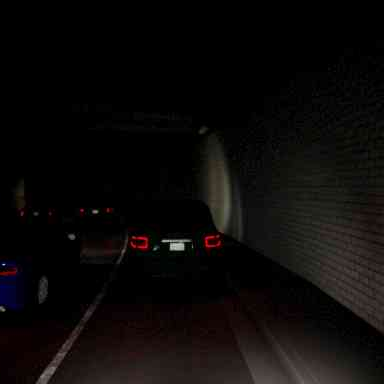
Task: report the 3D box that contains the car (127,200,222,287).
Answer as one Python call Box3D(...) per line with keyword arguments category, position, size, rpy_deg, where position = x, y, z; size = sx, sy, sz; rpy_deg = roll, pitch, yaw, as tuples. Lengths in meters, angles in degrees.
Box3D(category="car", position=(-0.589, 1.220, 9.522), size=(2.150, 2.045, 5.566), rpy_deg=(0, 0, -6))

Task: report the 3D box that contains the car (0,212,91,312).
Box3D(category="car", position=(-3.946, 1.477, 7.775), size=(1.882, 1.535, 5.008), rpy_deg=(0, 0, -5))

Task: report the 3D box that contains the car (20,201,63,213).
Box3D(category="car", position=(-9.914, 1.352, 22.078), size=(2.097, 1.767, 4.553), rpy_deg=(0, 0, -14))

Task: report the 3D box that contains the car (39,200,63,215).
Box3D(category="car", position=(-15.079, 1.601, 35.415), size=(1.895, 1.301, 4.718), rpy_deg=(0, 0, -29))

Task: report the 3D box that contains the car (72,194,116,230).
Box3D(category="car", position=(-6.023, 1.218, 21.084), size=(2.150, 2.045, 5.566), rpy_deg=(0, 0, -14))
